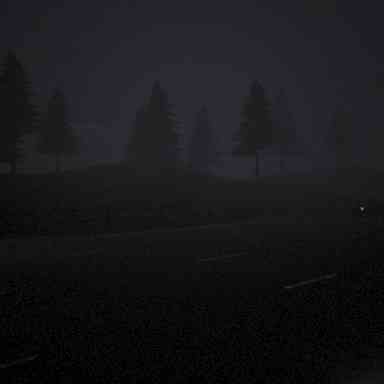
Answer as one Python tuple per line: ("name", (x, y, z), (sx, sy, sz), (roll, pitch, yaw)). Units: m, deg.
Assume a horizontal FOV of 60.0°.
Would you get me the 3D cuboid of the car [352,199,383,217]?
("car", (15.044, 1.244, 27.382), (4.181, 1.385, 1.994), (-1, 0, -35))
